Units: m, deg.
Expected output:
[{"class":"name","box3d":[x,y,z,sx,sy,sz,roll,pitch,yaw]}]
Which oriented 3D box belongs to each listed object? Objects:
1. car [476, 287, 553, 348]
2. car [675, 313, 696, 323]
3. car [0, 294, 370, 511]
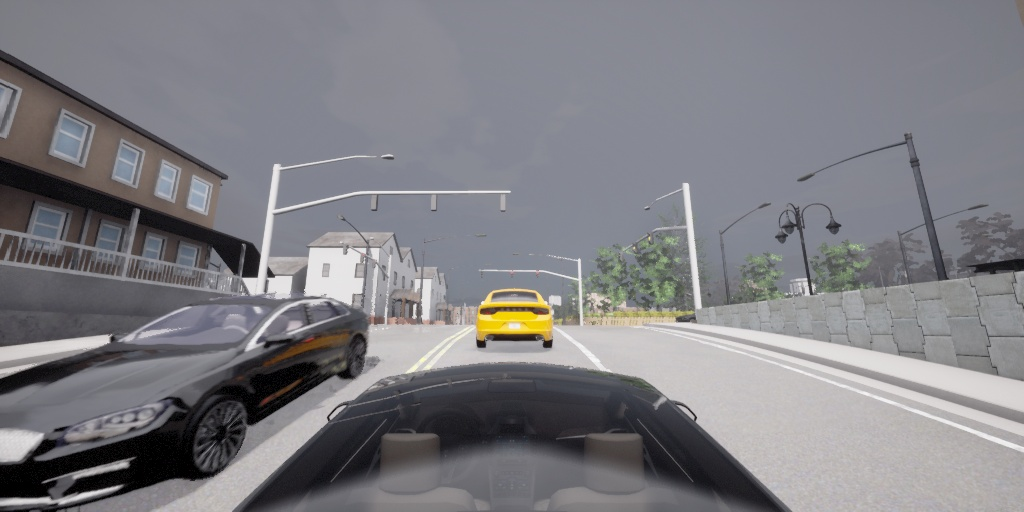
[{"class":"car","box3d":[0.069,1.723,10.548,1.882,1.535,5.008,0,-7,0]},{"class":"car","box3d":[16.487,5.261,30.395,5.008,1.535,1.882,0,-12,1]},{"class":"car","box3d":[-3.584,1.300,4.818,2.128,1.511,4.902,0,-2,0]}]
